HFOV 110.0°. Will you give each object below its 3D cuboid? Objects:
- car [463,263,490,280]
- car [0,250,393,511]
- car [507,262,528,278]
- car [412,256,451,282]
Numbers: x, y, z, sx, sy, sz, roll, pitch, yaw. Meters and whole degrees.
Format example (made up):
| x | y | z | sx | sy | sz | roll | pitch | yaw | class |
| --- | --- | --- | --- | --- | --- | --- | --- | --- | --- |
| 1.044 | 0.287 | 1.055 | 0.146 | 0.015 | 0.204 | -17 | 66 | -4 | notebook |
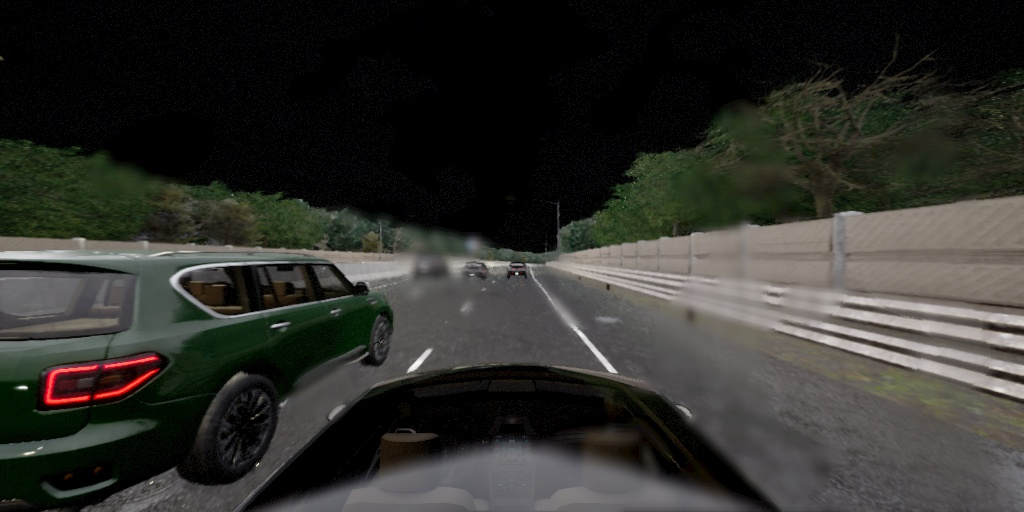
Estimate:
| x | y | z | sx | sy | sz | roll | pitch | yaw | class |
| --- | --- | --- | --- | --- | --- | --- | --- | --- | --- |
| -3.068 | 1.321 | 31.479 | 1.837 | 1.490 | 4.892 | 0 | 0 | 2 | car |
| -3.438 | 0.965 | 4.784 | 2.150 | 2.045 | 5.566 | 0 | 0 | 0 | car |
| 0.527 | 1.362 | 35.044 | 1.837 | 1.490 | 4.892 | 0 | -1 | 2 | car |
| -6.627 | 1.017 | 30.008 | 2.150 | 2.045 | 5.566 | 0 | 0 | 2 | car |
